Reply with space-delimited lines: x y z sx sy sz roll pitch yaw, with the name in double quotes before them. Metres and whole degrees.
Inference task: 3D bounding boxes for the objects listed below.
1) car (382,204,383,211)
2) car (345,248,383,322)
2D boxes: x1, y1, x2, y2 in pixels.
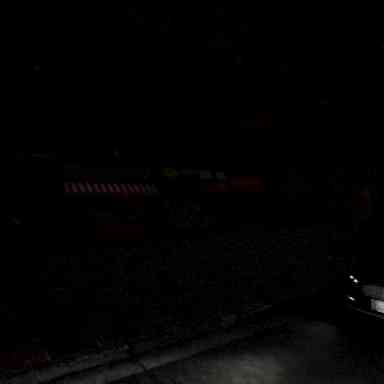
"car" 26.278 1.907 44.005 1.752 1.417 4.829 1 0 -36
"car" 4.986 1.557 6.626 4.902 1.511 2.128 1 0 -35
